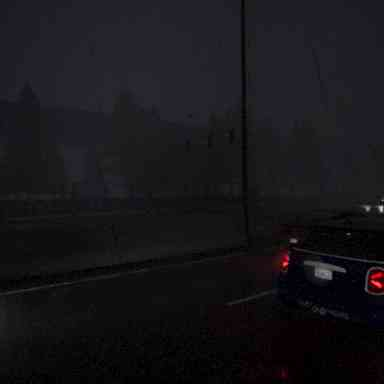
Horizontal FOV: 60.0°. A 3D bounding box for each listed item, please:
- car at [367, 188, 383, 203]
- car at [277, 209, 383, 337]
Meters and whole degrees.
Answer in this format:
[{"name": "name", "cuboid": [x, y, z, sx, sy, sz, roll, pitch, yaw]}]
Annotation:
[{"name": "car", "cuboid": [25.177, 0.562, 43.431, 5.566, 2.045, 2.150, -1, 1, -35]}, {"name": "car", "cuboid": [3.790, 1.273, 6.452, 4.553, 1.767, 2.097, -1, 1, -35]}]
